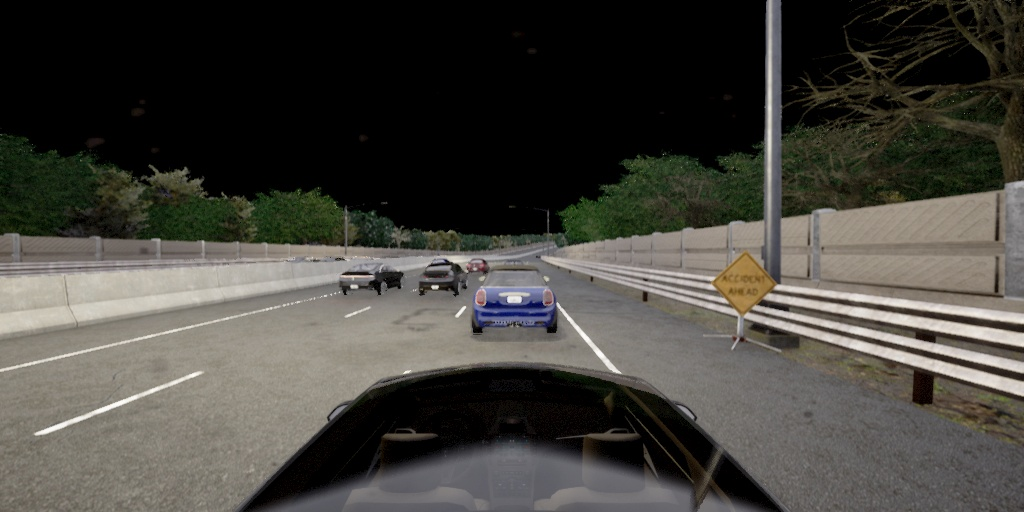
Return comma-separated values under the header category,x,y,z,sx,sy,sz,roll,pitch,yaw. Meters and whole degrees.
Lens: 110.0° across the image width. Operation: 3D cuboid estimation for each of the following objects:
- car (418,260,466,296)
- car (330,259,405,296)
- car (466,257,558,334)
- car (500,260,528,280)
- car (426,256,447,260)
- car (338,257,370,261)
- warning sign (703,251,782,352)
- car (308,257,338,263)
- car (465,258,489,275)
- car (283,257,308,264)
category,x,y,z,sx,sy,sz,roll,pitch,yaw
car,-3.398,1.111,18.310,1.837,1.490,4.892,0,0,0
car,-6.900,1.099,18.124,2.128,1.511,4.902,0,0,0
car,0.071,1.029,10.488,2.097,1.767,4.553,0,0,0
car,0.161,1.055,28.978,2.033,1.411,5.357,0,1,1
car,-6.765,0.981,34.199,1.812,1.442,4.674,0,0,1
car,-17.338,0.864,40.860,1.882,1.535,5.008,0,1,1
warning sign,4.551,0.822,7.174,1.300,1.860,1.060,0,0,0
car,-20.830,0.886,41.268,1.837,1.490,4.892,0,0,1
car,-3.264,0.982,34.255,1.812,1.442,4.674,0,0,1
car,-24.325,0.869,41.390,2.128,1.511,4.902,0,1,1
